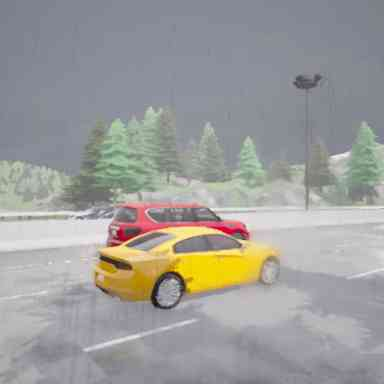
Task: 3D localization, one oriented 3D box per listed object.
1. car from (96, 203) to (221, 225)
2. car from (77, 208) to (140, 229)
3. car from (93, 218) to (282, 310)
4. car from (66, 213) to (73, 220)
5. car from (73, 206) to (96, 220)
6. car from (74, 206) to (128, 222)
[{"bbox_3d":[-0.330,1.415,12.221,5.566,2.045,2.150,1,-1,-37],"label":"car"},{"bbox_3d":[-6.355,1.942,25.391,4.181,1.385,1.994,1,-1,-36],"label":"car"},{"bbox_3d":[0.145,1.609,8.211,5.008,1.535,1.882,1,-1,-37],"label":"car"},{"bbox_3d":[-8.281,1.943,28.323,4.674,1.442,1.812,1,-1,-36],"label":"car"},{"bbox_3d":[-5.047,1.856,22.015,4.674,1.442,1.812,1,-1,-36],"label":"car"},{"bbox_3d":[-8.775,2.079,32.312,4.718,1.301,1.895,1,-1,-36],"label":"car"}]
